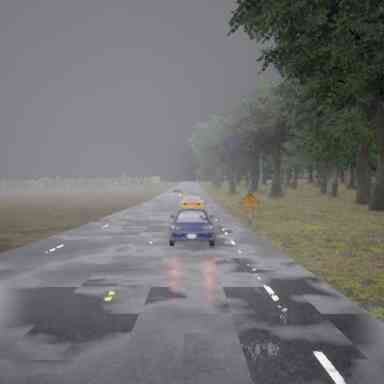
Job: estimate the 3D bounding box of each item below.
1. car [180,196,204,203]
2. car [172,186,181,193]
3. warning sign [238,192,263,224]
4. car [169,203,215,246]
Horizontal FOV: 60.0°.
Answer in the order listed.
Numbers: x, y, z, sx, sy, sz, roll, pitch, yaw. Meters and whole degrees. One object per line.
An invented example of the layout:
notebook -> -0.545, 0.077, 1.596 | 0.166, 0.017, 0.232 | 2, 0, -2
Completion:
car -> 0.000, 1.130, 29.633 | 1.882, 1.535, 5.008 | 0, 1, 0
car -> -3.500, -0.528, 76.705 | 1.882, 1.535, 5.008 | 0, 3, 0
warning sign -> 3.543, 0.945, 20.332 | 1.300, 1.860, 1.060 | 0, 0, 0
car -> 0.000, 1.442, 14.643 | 1.812, 1.442, 4.674 | 0, 1, 0
